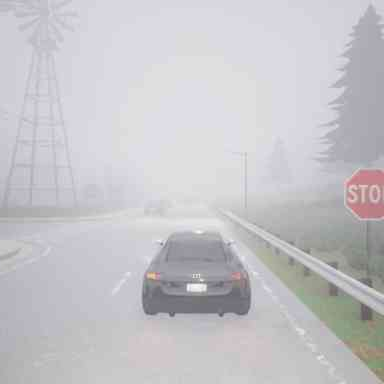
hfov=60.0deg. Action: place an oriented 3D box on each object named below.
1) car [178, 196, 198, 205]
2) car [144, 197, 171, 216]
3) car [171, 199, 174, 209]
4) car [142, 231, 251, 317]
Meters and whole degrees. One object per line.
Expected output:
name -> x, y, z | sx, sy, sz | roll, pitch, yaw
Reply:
car -> -0.768, 1.485, 60.218 | 2.128, 1.511, 4.902 | 0, 0, -29
car -> -3.589, 1.488, 32.998 | 2.128, 1.511, 4.902 | 0, 0, 0
car -> -3.538, 1.497, 44.957 | 1.837, 1.490, 4.892 | 0, 1, 1
car -> 0.081, 1.563, 7.556 | 1.994, 1.385, 4.181 | 0, 0, 0
